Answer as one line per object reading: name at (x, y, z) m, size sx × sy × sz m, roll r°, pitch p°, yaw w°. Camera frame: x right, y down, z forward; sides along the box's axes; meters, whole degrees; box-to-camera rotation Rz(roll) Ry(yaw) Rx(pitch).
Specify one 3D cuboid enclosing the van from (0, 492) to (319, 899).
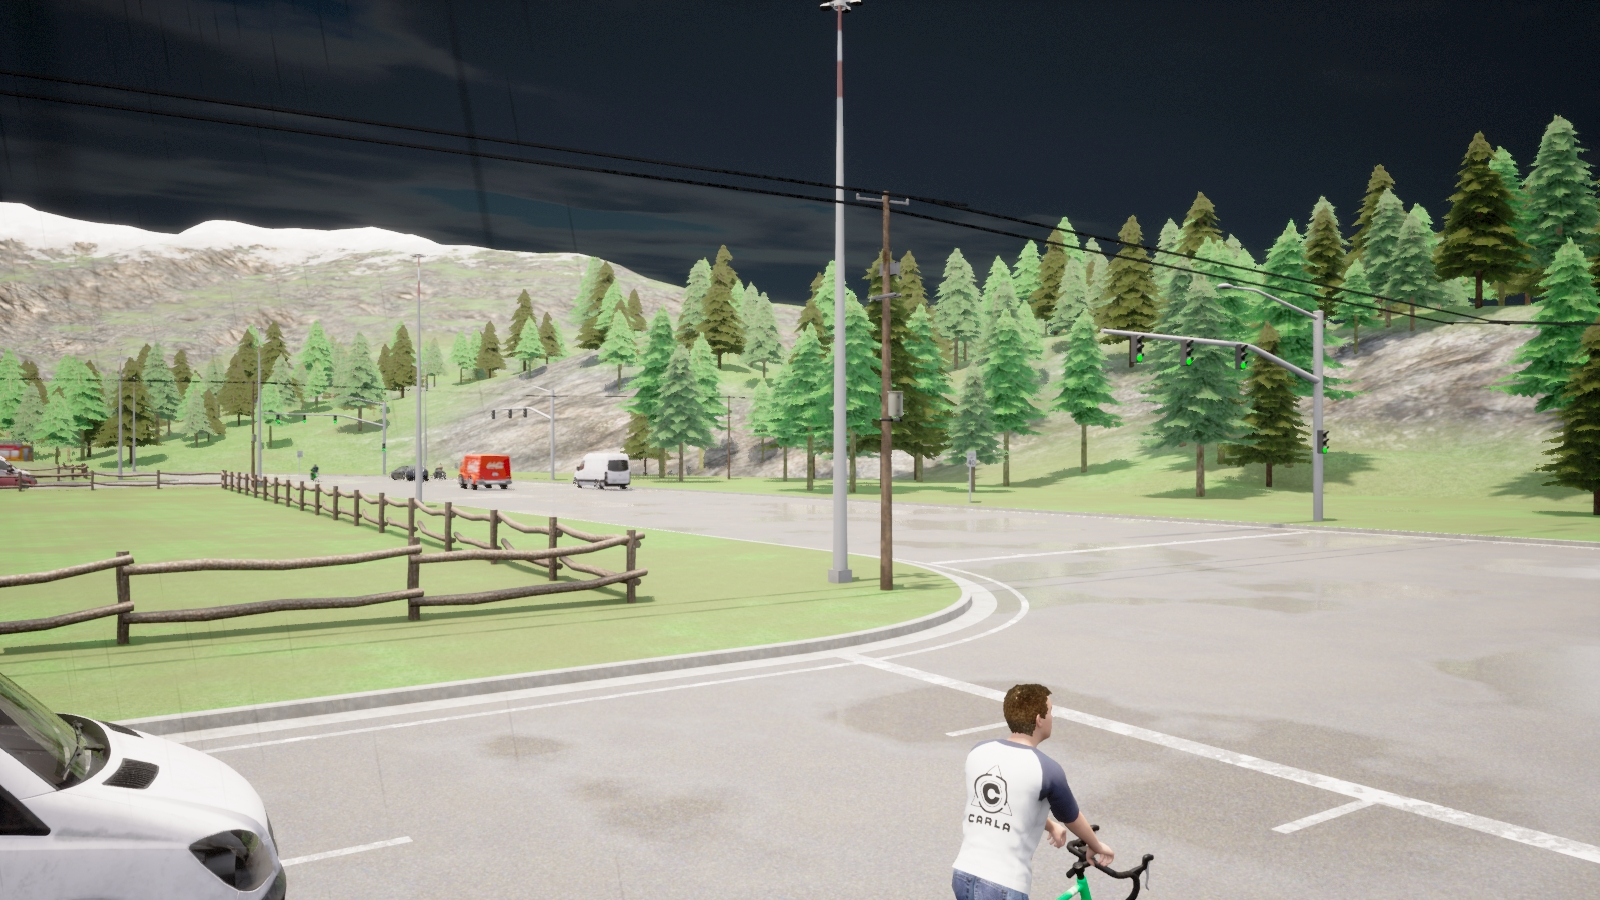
van at (-5.215, 1.535, 4.399) m, size 5.915 × 2.561 × 1.988 m, roll 0°, pitch 0°, yaw -35°

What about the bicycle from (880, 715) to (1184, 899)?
bicycle at (1.060, 2.053, 4.957) m, size 1.643 × 1.496 × 0.373 m, roll 0°, pitch 0°, yaw -41°
